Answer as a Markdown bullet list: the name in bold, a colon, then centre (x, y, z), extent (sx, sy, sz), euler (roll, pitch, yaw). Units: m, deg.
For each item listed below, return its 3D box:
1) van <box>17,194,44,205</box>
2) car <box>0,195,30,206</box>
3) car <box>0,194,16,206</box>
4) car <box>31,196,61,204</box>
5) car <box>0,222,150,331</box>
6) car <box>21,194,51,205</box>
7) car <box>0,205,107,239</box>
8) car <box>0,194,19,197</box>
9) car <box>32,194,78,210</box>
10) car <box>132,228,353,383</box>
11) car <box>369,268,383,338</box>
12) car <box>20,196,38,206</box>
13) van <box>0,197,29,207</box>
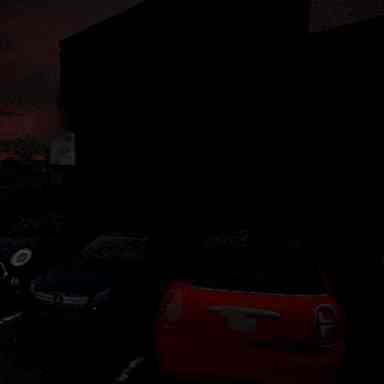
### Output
- **van**: centre (-29.729, 1.363, 61.251), extent (4.442, 1.987, 1.878), euler (-1, 0, 14)
- **car**: centre (-31.333, 1.461, 58.735), extent (4.553, 1.767, 2.185), euler (-1, -1, 14)
- **car**: centre (-32.965, 1.333, 56.219), extent (5.566, 2.045, 2.435), euler (-1, -1, 14)
- **car**: centre (-27.928, 1.590, 63.736), extent (4.892, 1.521, 2.231), euler (-1, -1, 14)
- **car**: centre (-1.354, 1.531, 7.126), extent (2.002, 1.452, 4.674), euler (0, -1, 16)
- **car**: centre (-20.752, 1.303, 44.090), extent (5.566, 2.045, 2.435), euler (1, 1, 14)
- **car**: centre (-3.783, 1.369, 8.902), extent (2.185, 1.767, 4.553), euler (0, -1, 15)
- **car**: centre (-24.003, 1.300, 39.185), extent (5.566, 2.045, 2.435), euler (1, 0, 14)
- **car**: centre (-19.096, 1.304, 46.543), extent (5.566, 2.045, 2.435), euler (1, 1, 14)
- **car**: centre (1.075, 1.361, 5.350), extent (2.185, 1.767, 4.553), euler (0, -1, 16)
- **car**: centre (3.516, 1.359, 3.604), extent (2.185, 1.767, 4.553), euler (0, -1, 16)
- **car**: centre (-22.406, 1.582, 41.627), extent (4.792, 1.488, 2.163), euler (1, 1, 14)
- **van**: centre (-8.663, 1.278, 12.476), extent (1.878, 1.987, 4.442), euler (0, -1, 15)
